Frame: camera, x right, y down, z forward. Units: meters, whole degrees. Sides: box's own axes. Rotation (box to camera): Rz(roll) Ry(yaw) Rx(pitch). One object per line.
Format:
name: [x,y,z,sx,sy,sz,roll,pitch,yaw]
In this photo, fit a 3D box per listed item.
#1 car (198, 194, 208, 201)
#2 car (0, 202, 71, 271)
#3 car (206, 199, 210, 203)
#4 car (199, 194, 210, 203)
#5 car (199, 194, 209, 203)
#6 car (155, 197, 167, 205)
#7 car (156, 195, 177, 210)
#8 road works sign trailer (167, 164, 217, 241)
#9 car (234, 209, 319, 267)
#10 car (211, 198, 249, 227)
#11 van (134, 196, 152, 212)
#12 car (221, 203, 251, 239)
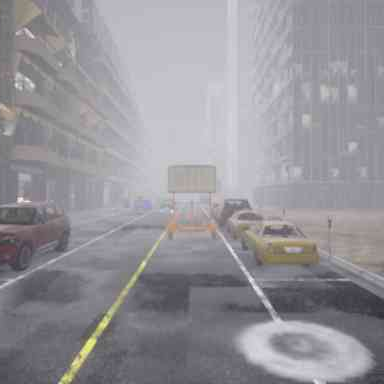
car: [2.730,1.328,82.845,2.192,1.841,5.009,1,0,0]
car: [-5.671,1.300,11.051,2.192,1.841,5.009,1,0,0]
car: [2.712,1.512,33.139,1.887,1.381,4.507,1,0,0]
car: [2.727,1.309,71.799,2.192,1.841,5.009,1,0,0]
car: [2.722,1.552,66.276,1.947,1.339,4.313,1,0,0]
car: [-5.660,1.561,60.757,1.802,1.307,4.206,1,0,0]
car: [-3.080,1.514,43.306,2.033,1.411,5.357,0,0,0]
road works sign trailer: [0.005,0.443,16.445,2.380,3.560,2.880,0,0,0]
car: [2.706,1.510,11.218,1.752,1.417,4.829,1,0,0]
car: [2.713,1.289,22.093,2.192,1.841,5.009,1,0,0]
van: [-5.662,1.307,38.666,1.690,1.788,3.998,1,0,0]
car: [2.708,1.504,16.741,1.752,1.417,4.829,1,0,0]
